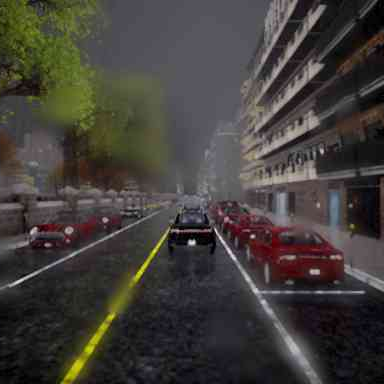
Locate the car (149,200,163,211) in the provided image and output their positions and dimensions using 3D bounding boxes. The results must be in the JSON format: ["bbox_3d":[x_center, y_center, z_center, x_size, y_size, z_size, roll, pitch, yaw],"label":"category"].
[{"bbox_3d":[-5.696,1.999,48.751,1.752,1.417,4.829,0,-1,0],"label":"car"}]

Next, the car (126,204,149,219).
[{"bbox_3d":[-5.694,1.858,32.031,2.008,1.369,4.403,0,-1,0],"label":"car"}]

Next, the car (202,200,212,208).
[{"bbox_3d":[2.683,2.119,60.353,1.752,1.417,4.829,0,-1,0],"label":"car"}]

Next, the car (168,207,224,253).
[{"bbox_3d":[0.003,1.628,14.297,2.128,1.511,4.902,0,0,0],"label":"car"}]

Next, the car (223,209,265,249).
[{"bbox_3d":[2.687,1.689,15.142,1.887,1.381,4.507,0,-1,0],"label":"car"}]

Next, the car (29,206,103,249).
[{"bbox_3d":[-5.693,1.584,15.142,1.967,1.590,4.097,0,-1,0],"label":"car"}]

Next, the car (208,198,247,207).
[{"bbox_3d":[2.686,1.568,26.403,2.192,1.841,5.009,0,-1,0],"label":"car"}]

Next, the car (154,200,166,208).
[{"bbox_3d":[-5.697,2.115,60.011,1.752,1.417,4.829,0,-1,0],"label":"car"}]

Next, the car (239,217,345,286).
[{"bbox_3d":[2.688,1.635,9.512,1.887,1.381,4.507,0,-1,0],"label":"car"}]

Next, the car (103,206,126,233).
[{"bbox_3d":[-5.694,1.638,20.770,1.967,1.590,4.097,0,-1,0],"label":"car"}]

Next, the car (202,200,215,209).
[{"bbox_3d":[2.685,2.099,54.552,1.947,1.339,4.313,0,-1,0],"label":"car"}]

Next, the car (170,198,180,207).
[{"bbox_3d":[-3.054,1.971,62.682,2.097,1.767,4.553,0,-1,1],"label":"car"}]

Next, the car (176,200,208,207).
[{"bbox_3d":[0.002,1.773,29.292,2.128,1.511,4.902,0,0,0],"label":"car"}]

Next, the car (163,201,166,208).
[{"bbox_3d":[-5.696,2.084,54.550,2.008,1.369,4.403,0,-1,0],"label":"car"}]

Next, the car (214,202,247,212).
[{"bbox_3d":[2.687,1.638,20.772,1.967,1.590,4.097,0,-1,0],"label":"car"}]
